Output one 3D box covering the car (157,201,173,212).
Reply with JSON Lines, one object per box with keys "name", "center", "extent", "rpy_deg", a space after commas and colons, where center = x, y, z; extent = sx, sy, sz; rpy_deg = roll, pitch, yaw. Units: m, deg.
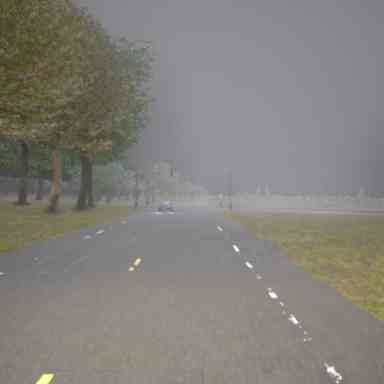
{"name": "car", "center": [-3.498, 1.899, 44.732], "extent": [1.812, 1.442, 4.674], "rpy_deg": [0, -1, 0]}
